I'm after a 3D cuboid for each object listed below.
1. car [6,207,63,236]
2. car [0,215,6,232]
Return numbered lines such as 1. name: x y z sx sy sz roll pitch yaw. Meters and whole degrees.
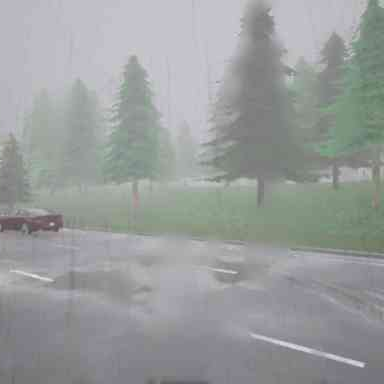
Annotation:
1. car: -9.714 1.637 19.799 5.008 1.535 1.882 0 0 36
2. car: -11.791 1.637 16.982 5.008 1.535 1.882 0 0 36
